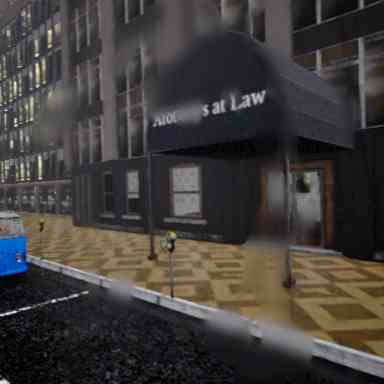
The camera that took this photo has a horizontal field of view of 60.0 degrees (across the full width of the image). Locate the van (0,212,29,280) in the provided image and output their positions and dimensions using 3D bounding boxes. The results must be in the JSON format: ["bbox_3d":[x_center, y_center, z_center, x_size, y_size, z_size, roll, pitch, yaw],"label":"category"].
[{"bbox_3d":[-5.865,1.375,8.810,3.998,1.788,1.690,-1,1,42],"label":"van"}]
